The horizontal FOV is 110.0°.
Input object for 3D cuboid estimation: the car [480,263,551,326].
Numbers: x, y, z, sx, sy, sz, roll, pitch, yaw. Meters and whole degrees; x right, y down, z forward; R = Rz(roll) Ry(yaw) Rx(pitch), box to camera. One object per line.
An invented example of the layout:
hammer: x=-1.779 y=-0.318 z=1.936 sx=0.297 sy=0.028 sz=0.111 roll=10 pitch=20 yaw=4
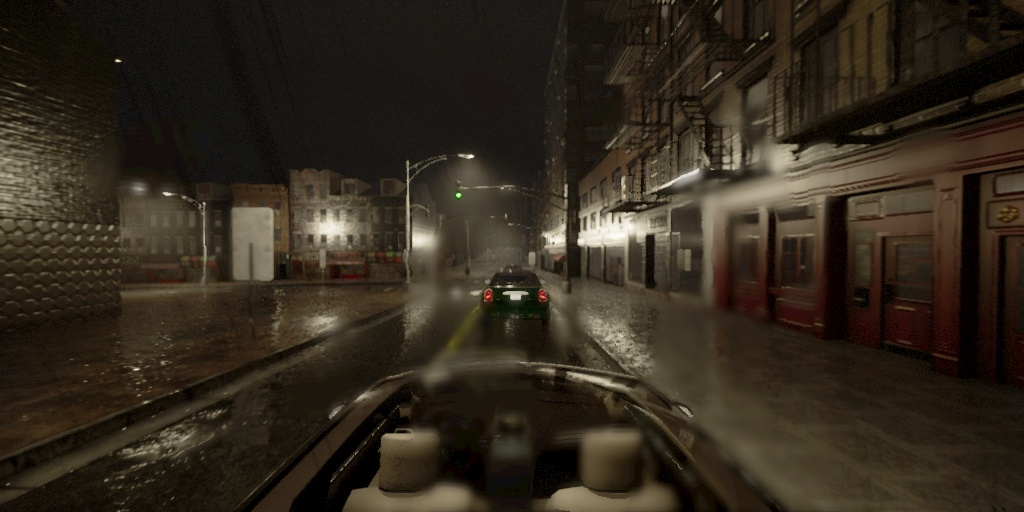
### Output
car: x=0.104 y=1.234 z=12.430 sx=2.097 sy=1.767 sz=4.553 roll=0 pitch=-1 yaw=0
